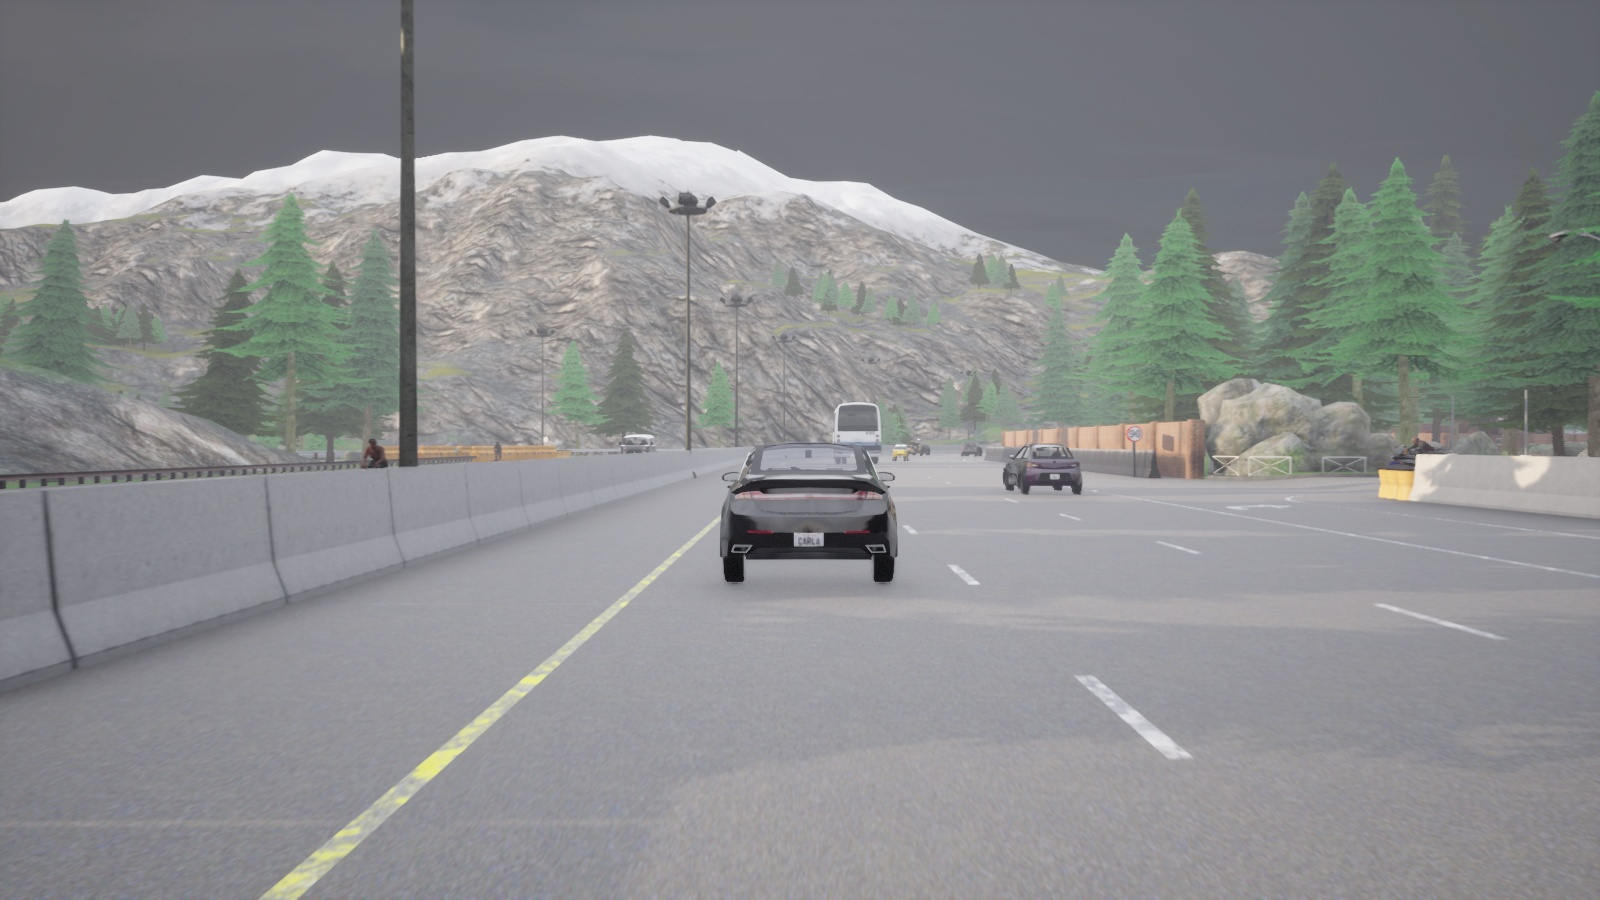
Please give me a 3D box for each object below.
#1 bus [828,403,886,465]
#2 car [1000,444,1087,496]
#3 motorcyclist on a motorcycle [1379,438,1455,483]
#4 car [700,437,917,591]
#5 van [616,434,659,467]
[{"bbox_3d":[4.075,-1.145,91.990,3.944,4.253,10.273,0,0,1],"label":"bus"},{"bbox_3d":[7.230,0.553,37.674,1.816,1.474,4.193,0,0,0],"label":"car"},{"bbox_3d":[21.402,0.357,43.574,2.191,1.530,0.866,0,0,1],"label":"motorcyclist on a motorcycle"},{"bbox_3d":[0.099,0.619,14.787,2.128,1.511,4.902,0,0,0],"label":"car"},{"bbox_3d":[-10.041,0.022,78.084,2.069,2.038,4.480,0,0,0],"label":"van"}]
